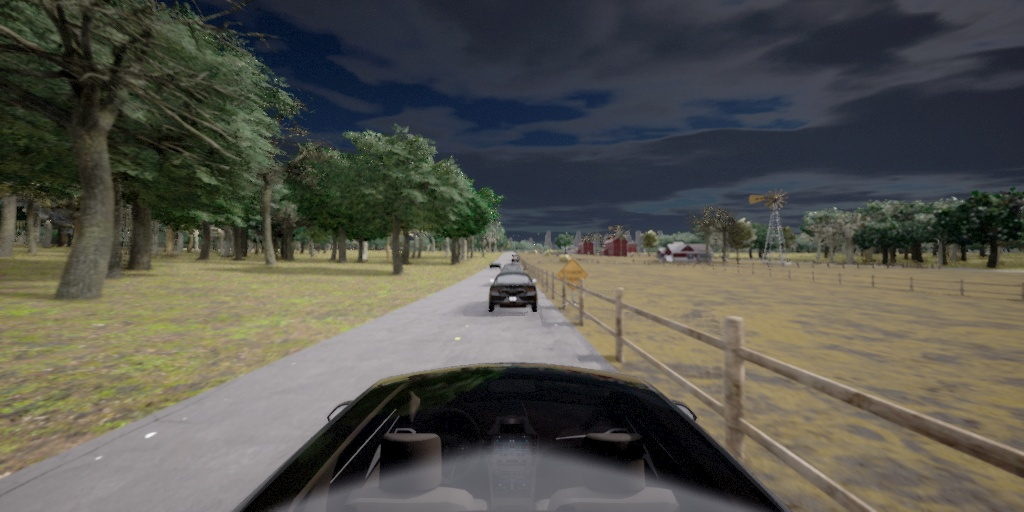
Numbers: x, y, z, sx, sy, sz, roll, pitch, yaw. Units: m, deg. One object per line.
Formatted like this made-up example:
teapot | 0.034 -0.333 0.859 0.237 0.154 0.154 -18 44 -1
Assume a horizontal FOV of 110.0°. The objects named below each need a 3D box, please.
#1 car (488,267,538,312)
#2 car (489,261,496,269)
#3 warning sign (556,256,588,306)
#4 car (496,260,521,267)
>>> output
car | 0.055 1.408 15.379 1.882 1.535 5.008 0 0 0
car | -2.794 1.540 60.326 1.895 1.301 4.718 0 1 1
warning sign | 2.450 1.037 14.582 1.300 1.860 1.060 0 0 0
car | 0.044 1.403 29.073 2.097 1.767 4.553 0 0 1
